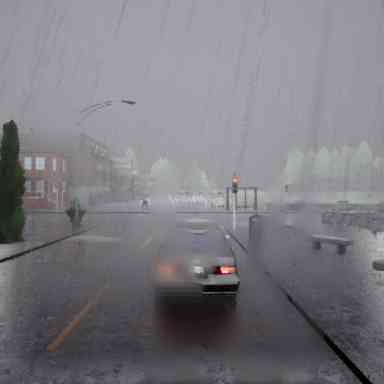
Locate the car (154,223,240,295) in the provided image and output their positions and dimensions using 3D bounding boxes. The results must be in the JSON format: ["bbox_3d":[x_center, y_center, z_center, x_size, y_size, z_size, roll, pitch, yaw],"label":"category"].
[{"bbox_3d":[0.099,1.547,8.879,2.033,1.411,5.357,0,0,0],"label":"car"}]
